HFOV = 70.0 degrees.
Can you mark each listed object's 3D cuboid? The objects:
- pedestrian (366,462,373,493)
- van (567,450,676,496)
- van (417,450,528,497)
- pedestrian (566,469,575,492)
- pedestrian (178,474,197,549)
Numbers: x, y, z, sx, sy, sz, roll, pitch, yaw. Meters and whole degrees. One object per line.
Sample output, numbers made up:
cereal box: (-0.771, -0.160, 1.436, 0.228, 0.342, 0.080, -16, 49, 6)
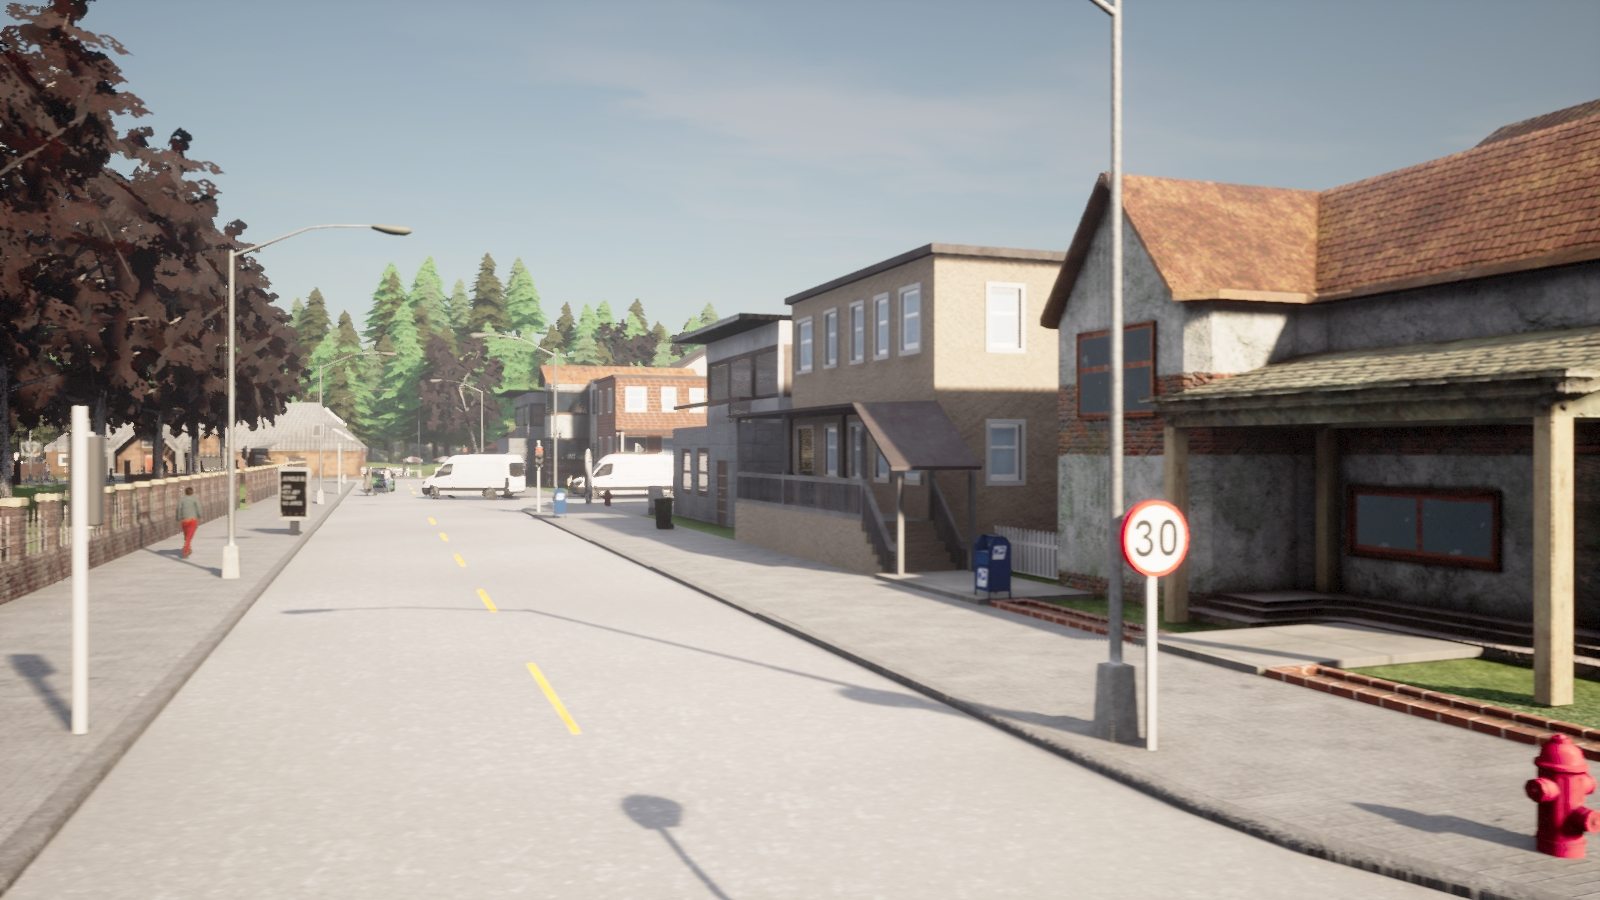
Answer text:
pedestrian: (-25.682, 1.628, 68.214, 0.375, 1.860, 0.375, 0, 0, -19)
van: (-10.244, 1.315, 65.710, 5.915, 2.561, 1.988, 0, 0, -20)
van: (-18.631, 1.314, 64.983, 5.915, 2.561, 1.988, 0, 1, 17)
pedestrian: (-13.492, 1.796, 67.247, 0.375, 1.300, 0.375, 0, 0, -35)
pedestrian: (-15.323, 1.524, 28.591, 0.375, 1.860, 0.375, 0, 0, -18)
